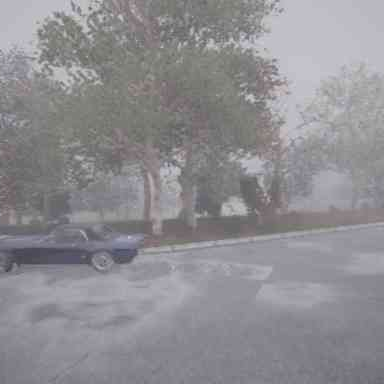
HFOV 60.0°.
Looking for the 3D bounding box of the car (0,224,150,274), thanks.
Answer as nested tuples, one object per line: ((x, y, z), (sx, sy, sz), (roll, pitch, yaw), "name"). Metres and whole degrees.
((-3.801, 1.669, 10.280), (4.718, 1.301, 1.895), (-1, 0, 4), "car")
